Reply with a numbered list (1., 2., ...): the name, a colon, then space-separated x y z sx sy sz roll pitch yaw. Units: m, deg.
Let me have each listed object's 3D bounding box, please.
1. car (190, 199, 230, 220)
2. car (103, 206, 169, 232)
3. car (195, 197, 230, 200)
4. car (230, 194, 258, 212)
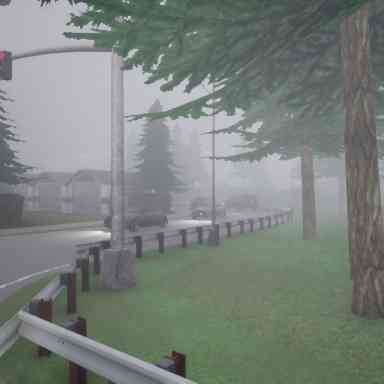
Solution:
1. car: 1.461 1.548 27.897 1.994 1.385 4.181 0 0 22
2. car: -3.319 1.548 20.319 1.994 1.385 4.181 0 0 35
3. car: 1.750 1.342 37.804 2.097 1.767 4.553 0 0 -34
4. car: 5.639 1.210 39.474 2.150 2.045 5.566 1 -1 -23
